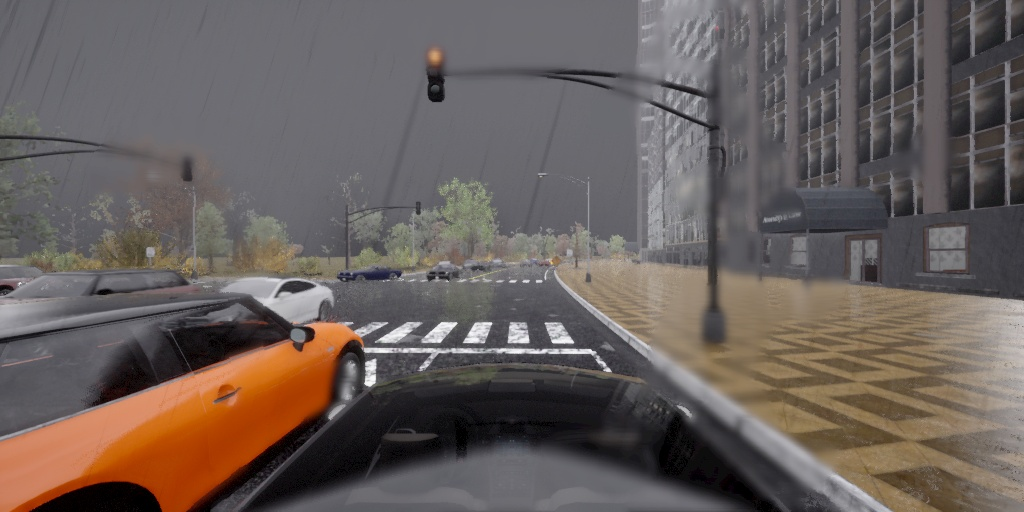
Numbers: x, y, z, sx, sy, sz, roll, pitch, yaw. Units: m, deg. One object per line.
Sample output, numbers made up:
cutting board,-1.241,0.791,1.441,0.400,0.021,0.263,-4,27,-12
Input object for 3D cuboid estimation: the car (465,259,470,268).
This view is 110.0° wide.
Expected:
car,-6.070,1.241,53.286,2.128,1.511,4.902,0,0,8

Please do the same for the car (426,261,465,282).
car,-5.465,1.349,29.240,1.895,1.301,4.718,0,0,5

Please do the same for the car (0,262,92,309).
car,-20.962,1.159,14.990,4.553,1.767,2.097,0,0,4

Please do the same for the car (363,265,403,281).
car,-10.780,1.347,27.391,1.895,1.301,4.718,0,0,31

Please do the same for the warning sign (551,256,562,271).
warning sign,5.473,0.869,44.136,1.300,1.860,1.060,0,0,7

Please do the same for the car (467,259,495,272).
car,-3.838,1.351,45.437,1.895,1.301,4.718,0,0,7

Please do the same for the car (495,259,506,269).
car,-2.207,1.280,57.140,1.812,1.442,4.674,0,0,10

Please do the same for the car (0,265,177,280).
car,-9.733,1.101,8.182,2.097,1.767,4.553,0,0,1

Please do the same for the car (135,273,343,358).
car,-6.447,1.274,9.361,1.812,1.442,4.674,0,0,1

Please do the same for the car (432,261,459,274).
car,-7.588,1.273,41.252,1.812,1.442,4.674,0,0,6

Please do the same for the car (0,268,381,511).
car,-3.102,1.102,3.209,2.097,1.767,4.553,0,0,0
